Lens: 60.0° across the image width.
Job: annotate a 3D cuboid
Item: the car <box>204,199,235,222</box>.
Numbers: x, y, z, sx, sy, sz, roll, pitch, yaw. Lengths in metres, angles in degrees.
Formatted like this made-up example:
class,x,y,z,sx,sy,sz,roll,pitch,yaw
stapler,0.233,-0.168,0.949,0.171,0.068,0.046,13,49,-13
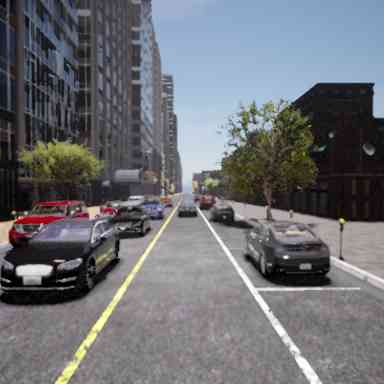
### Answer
class,x,y,z,sx,sy,sz,roll,pitch,yaw
car,2.303,1.547,25.972,2.008,1.369,4.403,-1,0,-1

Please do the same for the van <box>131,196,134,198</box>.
class,x,y,z,sx,sy,sz,roll,pitch,yaw
van,-6.276,1.365,37.653,1.690,1.788,3.998,-1,0,-1

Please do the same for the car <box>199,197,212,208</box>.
class,x,y,z,sx,sy,sz,roll,pitch,yaw
car,1.931,1.525,49.012,1.752,1.417,4.829,-1,0,-1

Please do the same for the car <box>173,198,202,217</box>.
class,x,y,z,sx,sy,sz,roll,pitch,yaw
car,-0.424,1.553,31.935,2.033,1.411,5.357,0,0,-1

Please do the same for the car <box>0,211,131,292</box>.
class,x,y,z,sx,sy,sz,roll,pitch,yaw
car,-3.226,1.502,9.084,2.128,1.511,4.902,0,0,-1

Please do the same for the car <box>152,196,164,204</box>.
class,x,y,z,sx,sy,sz,roll,pitch,yaw
car,-6.705,1.572,65.324,1.887,1.381,4.507,-1,0,-1

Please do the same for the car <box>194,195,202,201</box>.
class,x,y,z,sx,sy,sz,roll,pitch,yaw
car,1.416,1.570,82.045,1.947,1.339,4.313,-1,0,-1

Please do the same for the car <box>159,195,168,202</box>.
class,x,y,z,sx,sy,sz,roll,pitch,yaw
car,-6.962,1.555,81.756,1.752,1.417,4.829,-1,0,-1

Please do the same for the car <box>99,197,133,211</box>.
class,x,y,z,sx,sy,sz,roll,pitch,yaw
car,-6.102,1.462,25.857,1.967,1.590,4.097,-1,0,-1

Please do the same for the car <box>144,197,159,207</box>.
class,x,y,z,sx,sy,sz,roll,pitch,yaw
car,-6.529,1.551,54.086,1.752,1.417,4.829,-1,0,-1

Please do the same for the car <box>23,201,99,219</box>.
class,x,y,z,sx,sy,sz,roll,pitch,yaw
car,-6.022,1.335,14.788,2.192,1.841,5.009,-1,0,-1

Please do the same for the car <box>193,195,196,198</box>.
class,x,y,z,sx,sy,sz,roll,pitch,yaw
car,-0.645,1.555,44.274,2.033,1.411,5.357,0,0,0

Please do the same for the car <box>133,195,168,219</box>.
class,x,y,z,sx,sy,sz,roll,pitch,yaw
car,-3.495,1.366,28.761,2.097,1.767,4.553,0,0,-2

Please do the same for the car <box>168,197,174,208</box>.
class,x,y,z,sx,sy,sz,roll,pitch,yaw
car,-3.758,1.540,49.625,1.882,1.535,5.008,0,0,-1

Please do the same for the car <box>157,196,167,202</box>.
class,x,y,z,sx,sy,sz,roll,pitch,yaw
car,-6.875,1.554,76.222,1.752,1.417,4.829,-1,0,-1

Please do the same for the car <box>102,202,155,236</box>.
class,x,y,z,sx,sy,sz,roll,pitch,yaw
car,-3.367,1.517,18.555,1.837,1.490,4.892,0,0,-1

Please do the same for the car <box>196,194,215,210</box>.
class,x,y,z,sx,sy,sz,roll,pitch,yaw
car,2.016,1.314,43.308,2.192,1.841,5.009,-1,0,-1

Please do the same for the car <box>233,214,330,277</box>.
class,x,y,z,sx,sy,sz,roll,pitch,yaw
car,2.668,1.544,10.107,2.008,1.369,4.403,-1,0,-1

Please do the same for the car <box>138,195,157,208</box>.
class,x,y,z,sx,sy,sz,roll,pitch,yaw
car,-6.449,1.340,48.721,2.192,1.841,5.009,-1,0,-1
